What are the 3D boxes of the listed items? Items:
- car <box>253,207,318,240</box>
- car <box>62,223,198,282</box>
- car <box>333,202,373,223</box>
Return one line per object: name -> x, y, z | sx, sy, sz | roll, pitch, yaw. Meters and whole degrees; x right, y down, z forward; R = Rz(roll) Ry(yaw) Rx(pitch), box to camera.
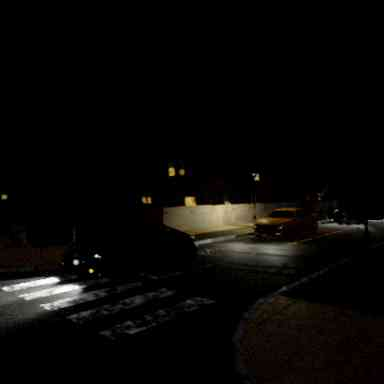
car -> 5.184, 1.618, 18.103 | 1.882, 1.535, 5.008 | -1, -1, 41
car -> -1.734, 1.665, 10.219 | 1.994, 1.385, 4.181 | -1, -1, 42
car -> 13.269, 1.540, 27.299 | 2.097, 1.767, 4.553 | -1, -1, 41
